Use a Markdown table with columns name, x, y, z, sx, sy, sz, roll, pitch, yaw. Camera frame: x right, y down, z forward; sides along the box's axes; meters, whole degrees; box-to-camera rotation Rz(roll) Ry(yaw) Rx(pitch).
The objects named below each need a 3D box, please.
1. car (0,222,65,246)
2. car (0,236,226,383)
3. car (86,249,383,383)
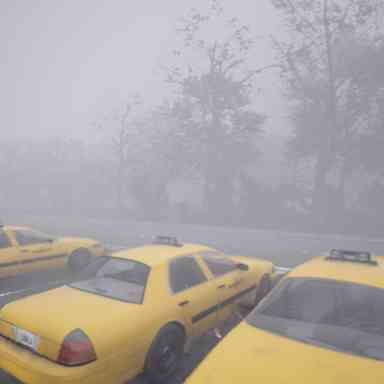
| name | x | y | z | sx | sy | sz | roll | pitch | yaw |
| --- | --- | --- | --- | --- | --- | --- | --- | --- | --- |
| car | -4.858 | 1.547 | 8.840 | 1.946 | 1.575 | 5.366 | -1 | 0 | 35 |
| car | -0.240 | 1.498 | 5.546 | 1.946 | 1.575 | 5.366 | -1 | 0 | 35 |
| car | 1.705 | 1.481 | 3.703 | 1.946 | 1.575 | 5.366 | 0 | 0 | 35 |
